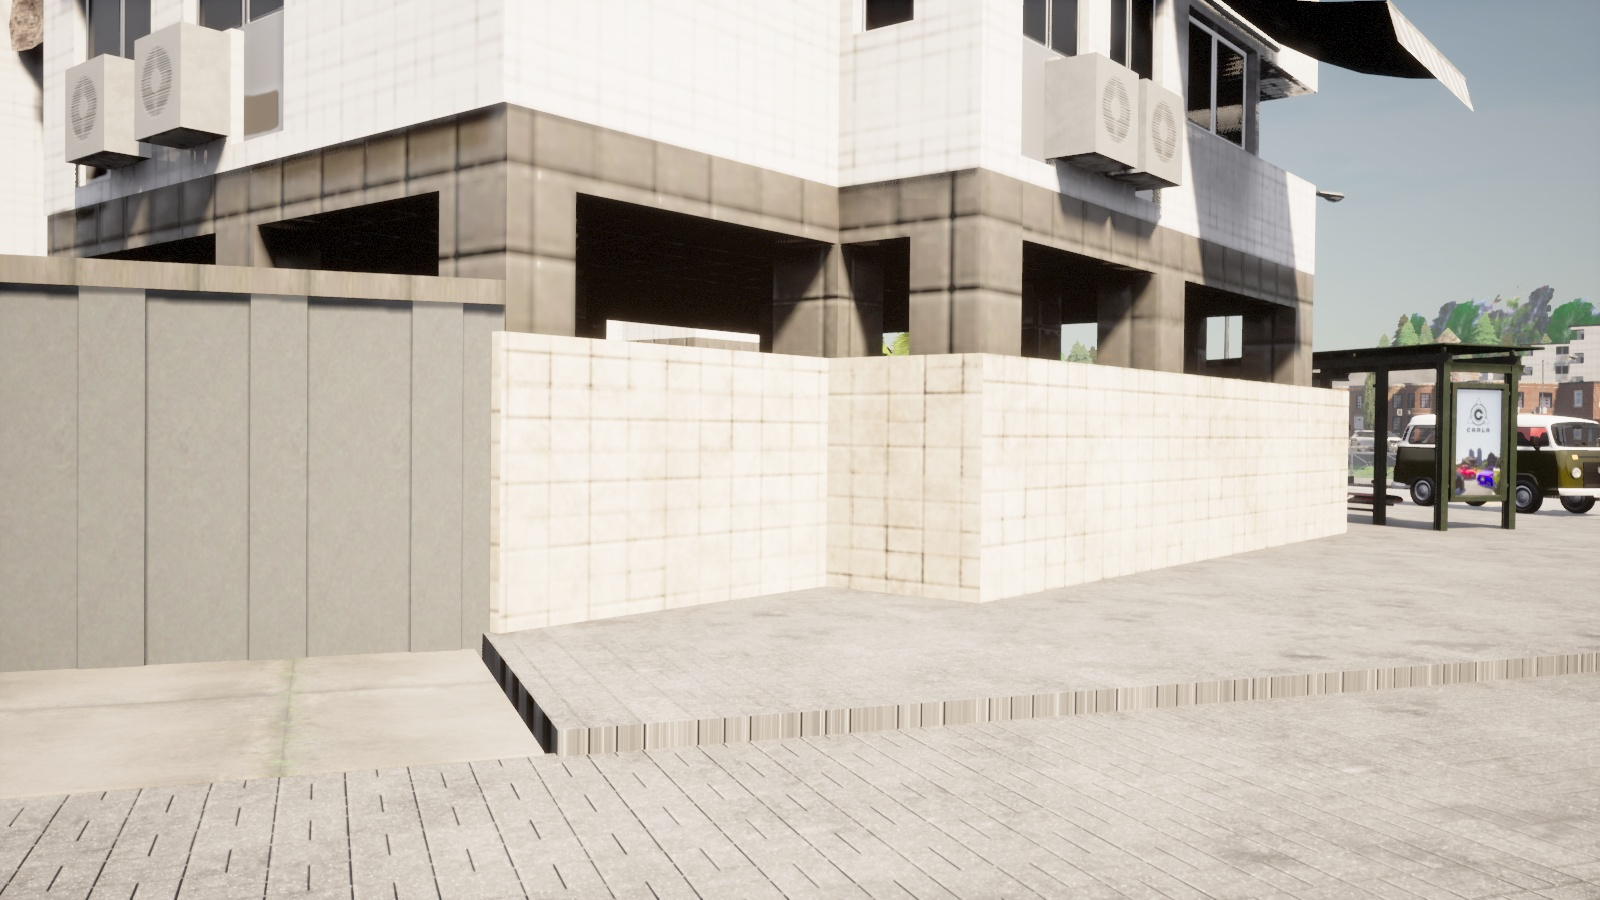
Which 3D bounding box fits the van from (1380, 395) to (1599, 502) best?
[{"bbox_3d":[14.816,-0.069,26.519,2.069,2.038,4.480,-1,1,-21],"label":"van"}]
